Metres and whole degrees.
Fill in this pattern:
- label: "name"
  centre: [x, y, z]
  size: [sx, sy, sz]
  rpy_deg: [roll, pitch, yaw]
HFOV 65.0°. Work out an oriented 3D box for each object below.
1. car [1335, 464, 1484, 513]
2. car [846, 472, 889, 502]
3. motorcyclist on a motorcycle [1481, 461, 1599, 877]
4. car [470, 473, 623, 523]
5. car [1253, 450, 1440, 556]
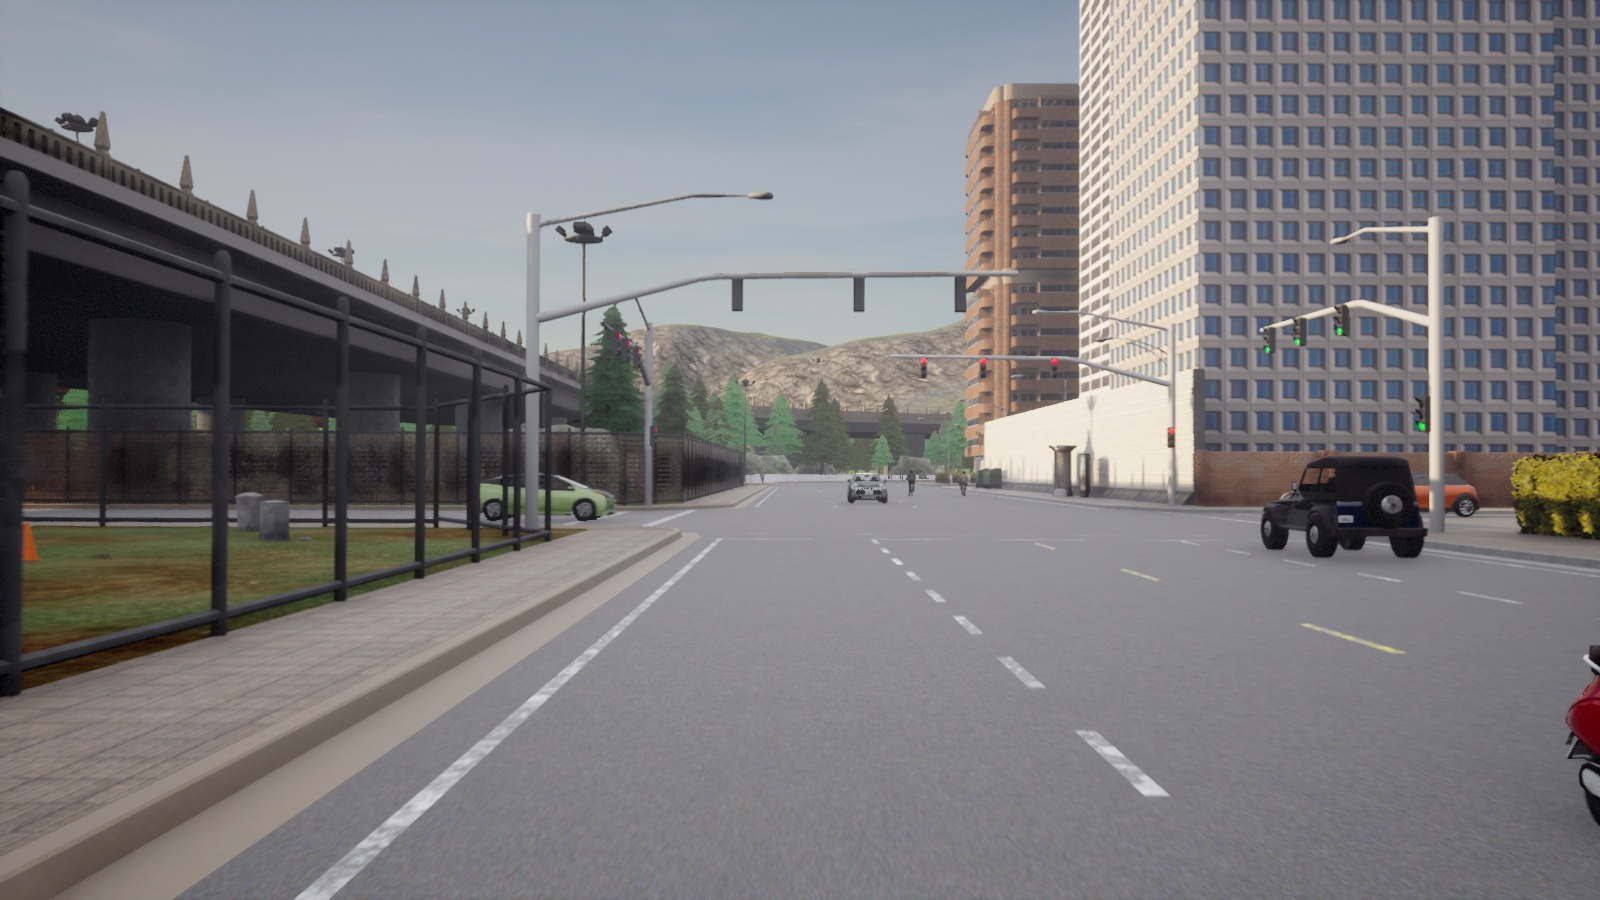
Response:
- label: "car"
  centre: [22.931, 1.430, 47.371]
  size: [4.553, 1.767, 2.097]
  rpy_deg: [0, -1, 0]
- label: "car"
  centre: [3.346, 1.817, 62.729]
  size: [1.970, 1.475, 3.806]
  rpy_deg: [0, -1, 0]
- label: "motorcyclist on a motorcycle"
  centre: [3.488, 0.833, 4.706]
  size: [0.866, 1.590, 1.817]
  rpy_deg: [0, -1, 0]
- label: "car"
  centre: [-8.062, 1.521, 40.239]
  size: [4.514, 1.525, 2.007]
  rpy_deg: [0, -1, -1]
- label: "car"
  centre: [10.438, 0.976, 24.310]
  size: [1.905, 1.878, 3.866]
  rpy_deg: [0, -1, 0]
